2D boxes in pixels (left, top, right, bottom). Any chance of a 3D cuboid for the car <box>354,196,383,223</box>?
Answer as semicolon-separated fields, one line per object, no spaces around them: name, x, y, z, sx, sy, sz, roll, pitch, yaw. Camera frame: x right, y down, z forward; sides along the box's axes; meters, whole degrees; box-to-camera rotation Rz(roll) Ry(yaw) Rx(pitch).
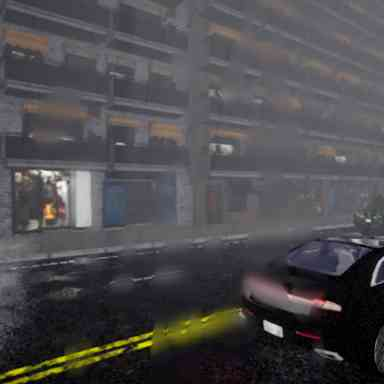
car;12.208;1.279;20.384;5.566;2.045;2.150;0;0;-36

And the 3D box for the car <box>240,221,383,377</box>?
car;2.996;1.506;5.587;4.902;1.511;2.128;0;0;-35
